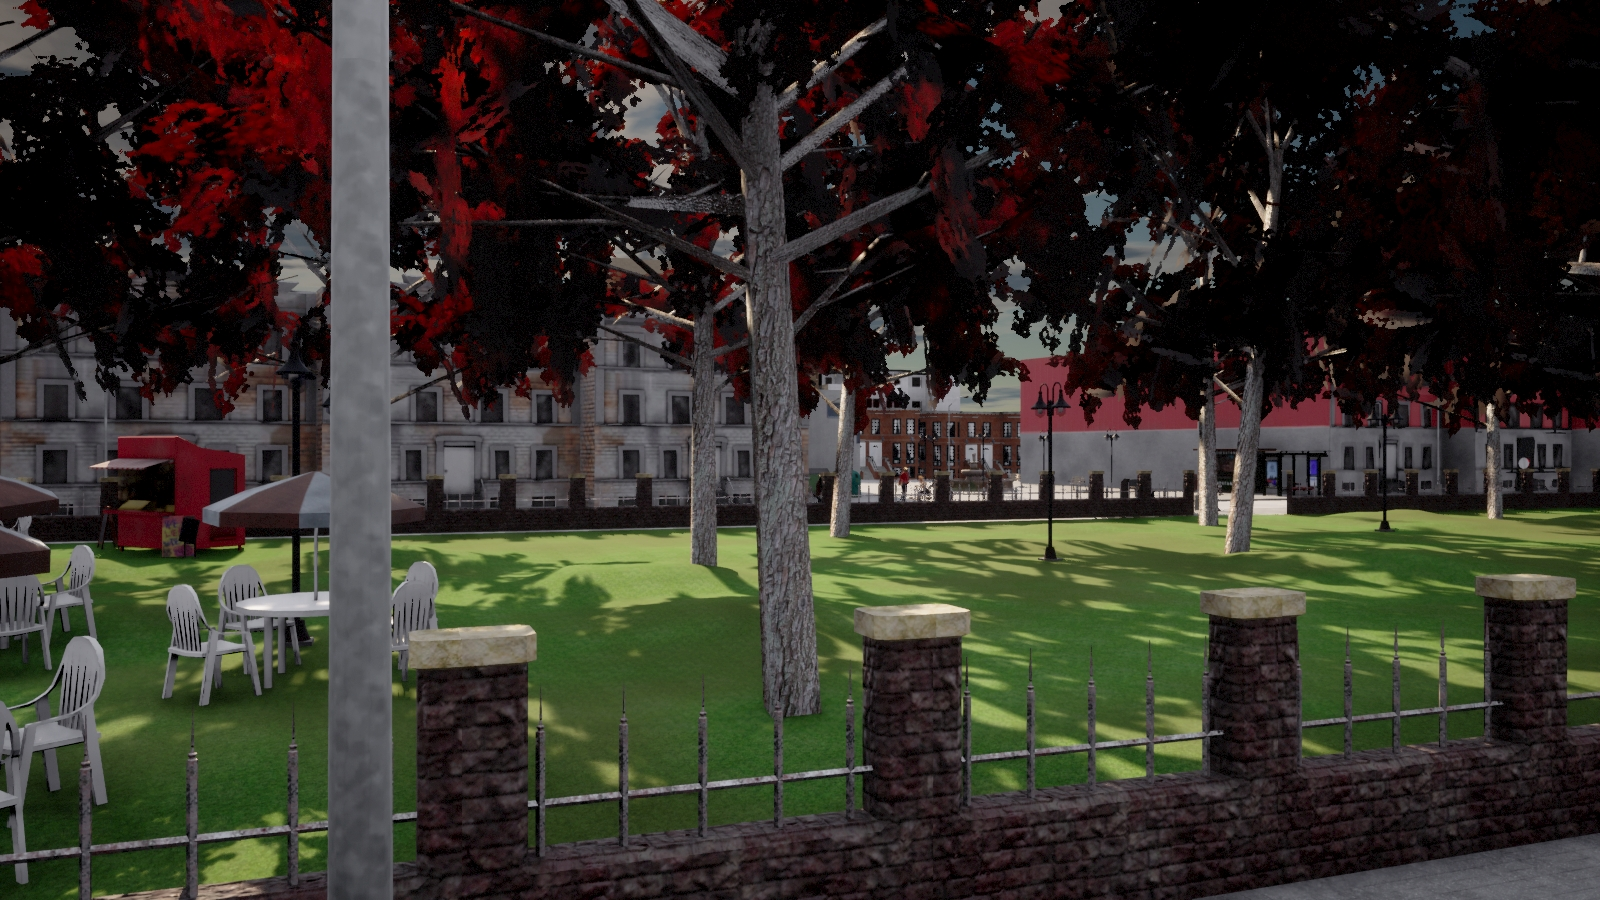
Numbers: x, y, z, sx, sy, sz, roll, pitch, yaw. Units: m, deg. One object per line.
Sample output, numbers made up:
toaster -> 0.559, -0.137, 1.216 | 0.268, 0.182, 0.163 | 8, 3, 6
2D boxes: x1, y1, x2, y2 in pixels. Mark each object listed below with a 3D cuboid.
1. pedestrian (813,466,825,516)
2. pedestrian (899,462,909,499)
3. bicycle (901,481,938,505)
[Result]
pedestrian -> 0.721, 1.531, 42.972 | 0.375, 1.860, 0.375 | 0, 0, -16
pedestrian -> 5.274, 1.535, 58.066 | 0.375, 1.860, 0.375 | 0, 0, 41
bicycle -> 5.657, 2.046, 54.088 | 1.487, 1.080, 0.859 | 0, 0, -20
